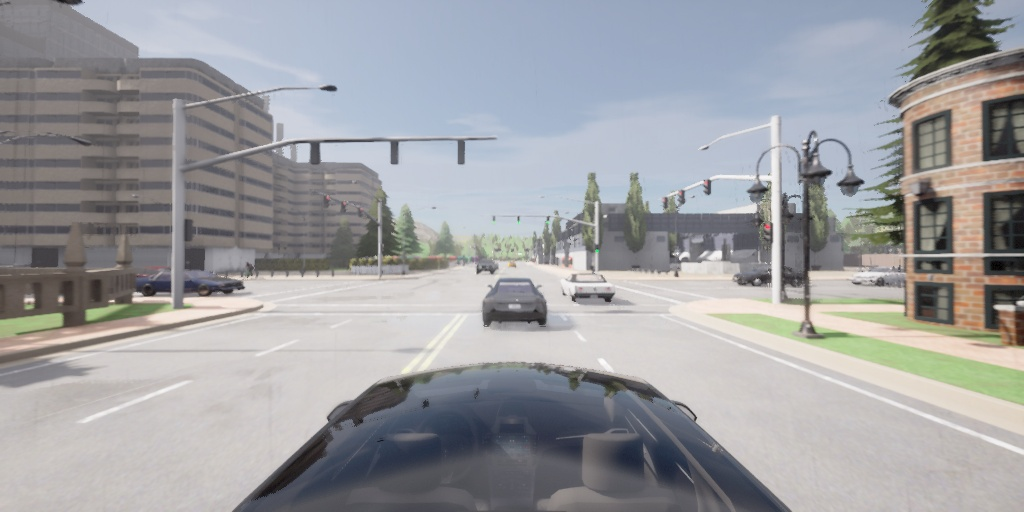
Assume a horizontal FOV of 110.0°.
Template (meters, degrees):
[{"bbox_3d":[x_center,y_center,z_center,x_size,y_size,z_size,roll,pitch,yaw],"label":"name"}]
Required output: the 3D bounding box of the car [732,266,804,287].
[{"bbox_3d":[19.091,1.491,26.725,4.892,1.490,1.837,0,-1,-1],"label":"car"}]

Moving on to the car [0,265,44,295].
[{"bbox_3d":[-27.785,1.399,19.862,5.008,1.535,1.882,0,-1,0],"label":"car"}]

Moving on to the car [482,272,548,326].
[{"bbox_3d":[0.089,1.412,12.126,1.994,1.385,4.181,0,-1,0],"label":"car"}]

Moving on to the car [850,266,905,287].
[{"bbox_3d":[28.312,1.516,27.165,4.674,1.442,1.812,0,-1,-6],"label":"car"}]

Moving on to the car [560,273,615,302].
[{"bbox_3d":[3.599,1.504,17.913,1.895,1.301,4.718,0,-1,0],"label":"car"}]

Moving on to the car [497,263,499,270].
[{"bbox_3d":[-3.558,1.850,58.532,1.994,1.385,4.181,0,-1,0],"label":"car"}]

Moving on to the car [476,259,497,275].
[{"bbox_3d":[-3.581,1.413,48.564,2.150,2.045,5.566,0,-1,1],"label":"car"}]

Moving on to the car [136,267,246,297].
[{"bbox_3d":[-17.964,1.469,19.853,5.357,1.411,2.033,0,-1,0],"label":"car"}]

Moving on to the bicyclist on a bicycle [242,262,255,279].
[{"bbox_3d":[-25.244,1.360,34.344,0.582,1.620,1.656,0,0,0],"label":"bicyclist on a bicycle"}]
